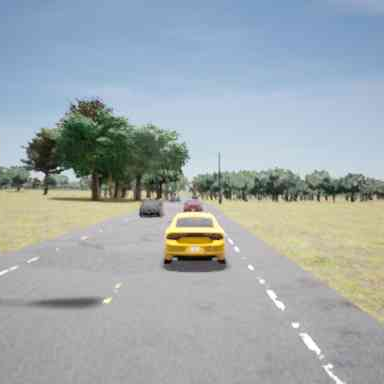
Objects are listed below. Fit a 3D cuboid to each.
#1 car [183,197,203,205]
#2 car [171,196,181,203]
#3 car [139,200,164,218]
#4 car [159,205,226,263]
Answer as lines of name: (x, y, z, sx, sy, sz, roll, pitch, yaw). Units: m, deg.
car: (0.111, 1.495, 32.634, 1.812, 1.442, 4.674, 0, 0, 0)
car: (-3.496, 1.561, 71.554, 1.994, 1.385, 4.181, 0, 0, 0)
car: (-3.597, 1.451, 30.076, 1.882, 1.535, 5.008, 0, 0, 0)
car: (0.091, 1.471, 11.917, 1.882, 1.535, 5.008, 0, 0, 0)
